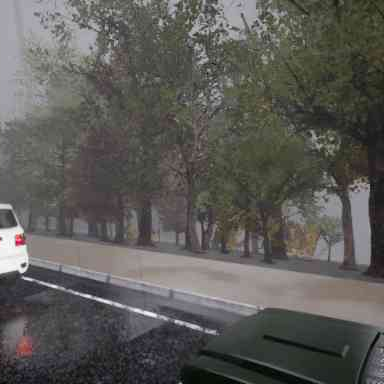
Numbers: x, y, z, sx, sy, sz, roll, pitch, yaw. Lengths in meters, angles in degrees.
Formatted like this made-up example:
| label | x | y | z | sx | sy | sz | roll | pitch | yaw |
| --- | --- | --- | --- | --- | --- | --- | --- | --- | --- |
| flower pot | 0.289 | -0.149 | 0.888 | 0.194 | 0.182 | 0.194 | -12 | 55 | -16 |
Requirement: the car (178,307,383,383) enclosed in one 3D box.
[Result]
| label | x | y | z | sx | sy | sz | roll | pitch | yaw |
| --- | --- | --- | --- | --- | --- | --- | --- | --- | --- |
| car | 2.156 | 1.601 | 2.145 | 4.718 | 1.301 | 1.895 | 0 | 0 | 36 |

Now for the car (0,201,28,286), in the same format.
| label | x | y | z | sx | sy | sz | roll | pitch | yaw |
| --- | --- | --- | --- | --- | --- | --- | --- | --- | --- |
| car | -6.282 | 1.219 | 8.182 | 5.566 | 2.045 | 2.150 | 0 | 0 | 35 |
